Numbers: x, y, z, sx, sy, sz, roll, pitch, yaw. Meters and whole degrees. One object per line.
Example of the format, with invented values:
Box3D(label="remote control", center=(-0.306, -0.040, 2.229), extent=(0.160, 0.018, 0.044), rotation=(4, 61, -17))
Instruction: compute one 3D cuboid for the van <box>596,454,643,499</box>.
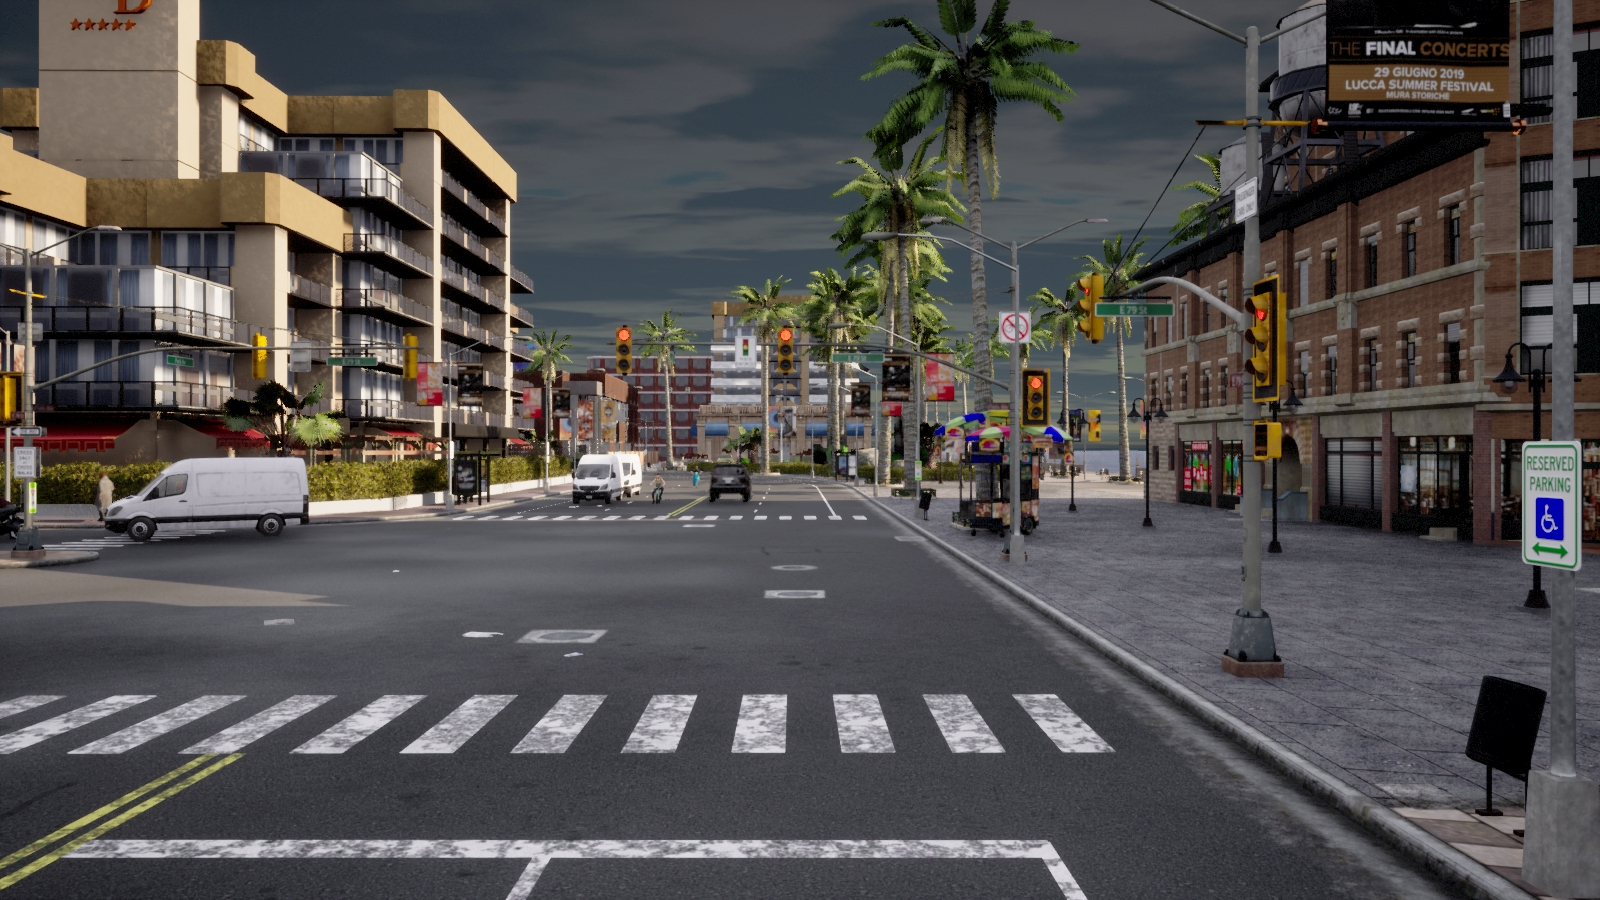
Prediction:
Box3D(label="van", center=(-10.879, 1.534, 69.162), extent=(1.988, 2.561, 5.915), rotation=(0, 0, -1))

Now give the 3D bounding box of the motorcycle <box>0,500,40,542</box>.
Box3D(label="motorcycle", center=(-25.137, 2.205, 35.668), extent=(2.209, 1.251, 0.867), rotation=(0, 0, -4))

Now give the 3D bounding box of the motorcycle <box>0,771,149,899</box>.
Box3D(label="motorcycle", center=(-3.736, 2.213, 4.820), extent=(0.803, 1.145, 2.033), rotation=(0, 0, 1))

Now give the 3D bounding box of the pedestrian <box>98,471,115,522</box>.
Box3D(label="pedestrian", center=(-25.482, 1.696, 41.980), extent=(0.375, 1.860, 0.375), rotation=(0, 0, 15))

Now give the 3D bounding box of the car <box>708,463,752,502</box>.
Box3D(label="car", center=(-3.878, 1.779, 63.812), extent=(2.150, 2.045, 5.566), rotation=(0, 0, 0))

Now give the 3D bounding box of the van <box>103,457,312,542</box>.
Box3D(label="van", center=(-19.174, 1.534, 37.135), extent=(5.915, 2.561, 1.988), rotation=(0, 0, -30))

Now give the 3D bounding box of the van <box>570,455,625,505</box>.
Box3D(label="van", center=(-10.828, 1.534, 61.502), extent=(1.988, 2.561, 5.915), rotation=(0, 0, 0))
